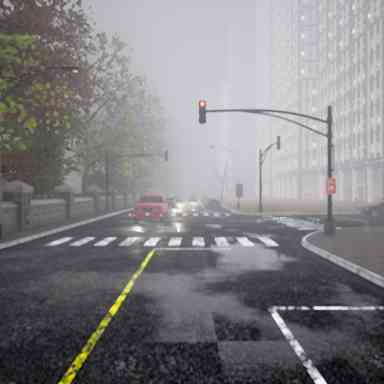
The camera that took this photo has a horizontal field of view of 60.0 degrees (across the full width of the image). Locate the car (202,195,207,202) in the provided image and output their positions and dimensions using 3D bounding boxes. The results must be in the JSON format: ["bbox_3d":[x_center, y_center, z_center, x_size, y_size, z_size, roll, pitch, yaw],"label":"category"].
[{"bbox_3d":[2.801,1.488,47.521,1.947,1.339,4.313,0,0,0],"label":"car"}]

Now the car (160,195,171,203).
[{"bbox_3d":[-5.526,1.426,69.901,1.752,1.417,4.829,0,0,0],"label":"car"}]

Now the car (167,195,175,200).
[{"bbox_3d":[-5.488,1.437,86.966,1.887,1.381,4.507,0,0,0],"label":"car"}]

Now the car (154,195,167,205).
[{"bbox_3d":[-5.552,1.350,58.805,1.967,1.590,4.097,0,0,0],"label":"car"}]

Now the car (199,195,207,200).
[{"bbox_3d":[2.893,1.443,86.947,2.008,1.369,4.403,0,0,0],"label":"car"}]

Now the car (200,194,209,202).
[{"bbox_3d":[2.867,1.337,75.683,1.967,1.590,4.097,0,0,0],"label":"car"}]

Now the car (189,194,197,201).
[{"bbox_3d":[0.183,1.270,79.180,1.837,1.490,4.892,0,0,0],"label":"car"}]

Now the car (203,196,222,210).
[{"bbox_3d":[2.788,1.495,41.888,1.947,1.339,4.313,0,0,0],"label":"car"}]

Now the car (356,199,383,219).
[{"bbox_3d":[14.865,1.207,25.071,4.674,1.442,1.812,-1,0,0],"label":"car"}]

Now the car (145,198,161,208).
[{"bbox_3d":[-5.579,1.504,47.540,1.802,1.307,4.206,0,0,0],"label":"car"}]

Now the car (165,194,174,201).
[{"bbox_3d":[-5.500,1.334,81.334,1.967,1.590,4.097,0,0,0],"label":"car"}]

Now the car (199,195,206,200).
[{"bbox_3d":[2.906,1.441,92.579,2.008,1.369,4.403,0,0,0],"label":"car"}]

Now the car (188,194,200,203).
[{"bbox_3d":[0.160,1.502,69.210,1.895,1.301,4.718,0,0,0],"label":"car"}]

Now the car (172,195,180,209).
[{"bbox_3d":[-2.996,1.431,43.690,1.837,1.490,4.892,0,0,0],"label":"car"}]

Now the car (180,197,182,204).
[{"bbox_3d":[-2.910,1.414,62.504,1.837,1.490,4.892,0,-1,1],"label":"car"}]

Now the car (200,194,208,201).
[{"bbox_3d":[2.881,1.334,81.314,1.967,1.590,4.097,0,0,0],"label":"car"}]

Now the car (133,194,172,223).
[{"bbox_3d":[-3.040,1.176,25.500,2.150,2.045,5.566,0,0,0],"label":"car"}]
